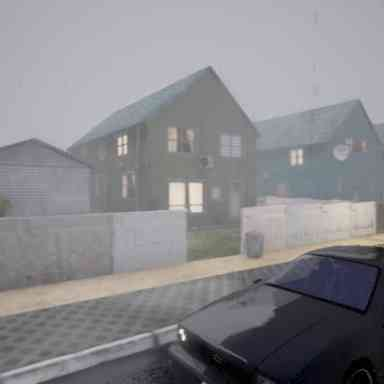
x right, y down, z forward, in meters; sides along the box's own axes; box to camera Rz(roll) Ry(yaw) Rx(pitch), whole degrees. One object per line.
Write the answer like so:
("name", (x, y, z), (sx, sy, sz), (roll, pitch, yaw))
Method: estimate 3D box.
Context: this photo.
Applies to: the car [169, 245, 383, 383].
("car", (2.354, 1.536, 4.740), (5.357, 1.411, 2.033), (0, 0, -35))
